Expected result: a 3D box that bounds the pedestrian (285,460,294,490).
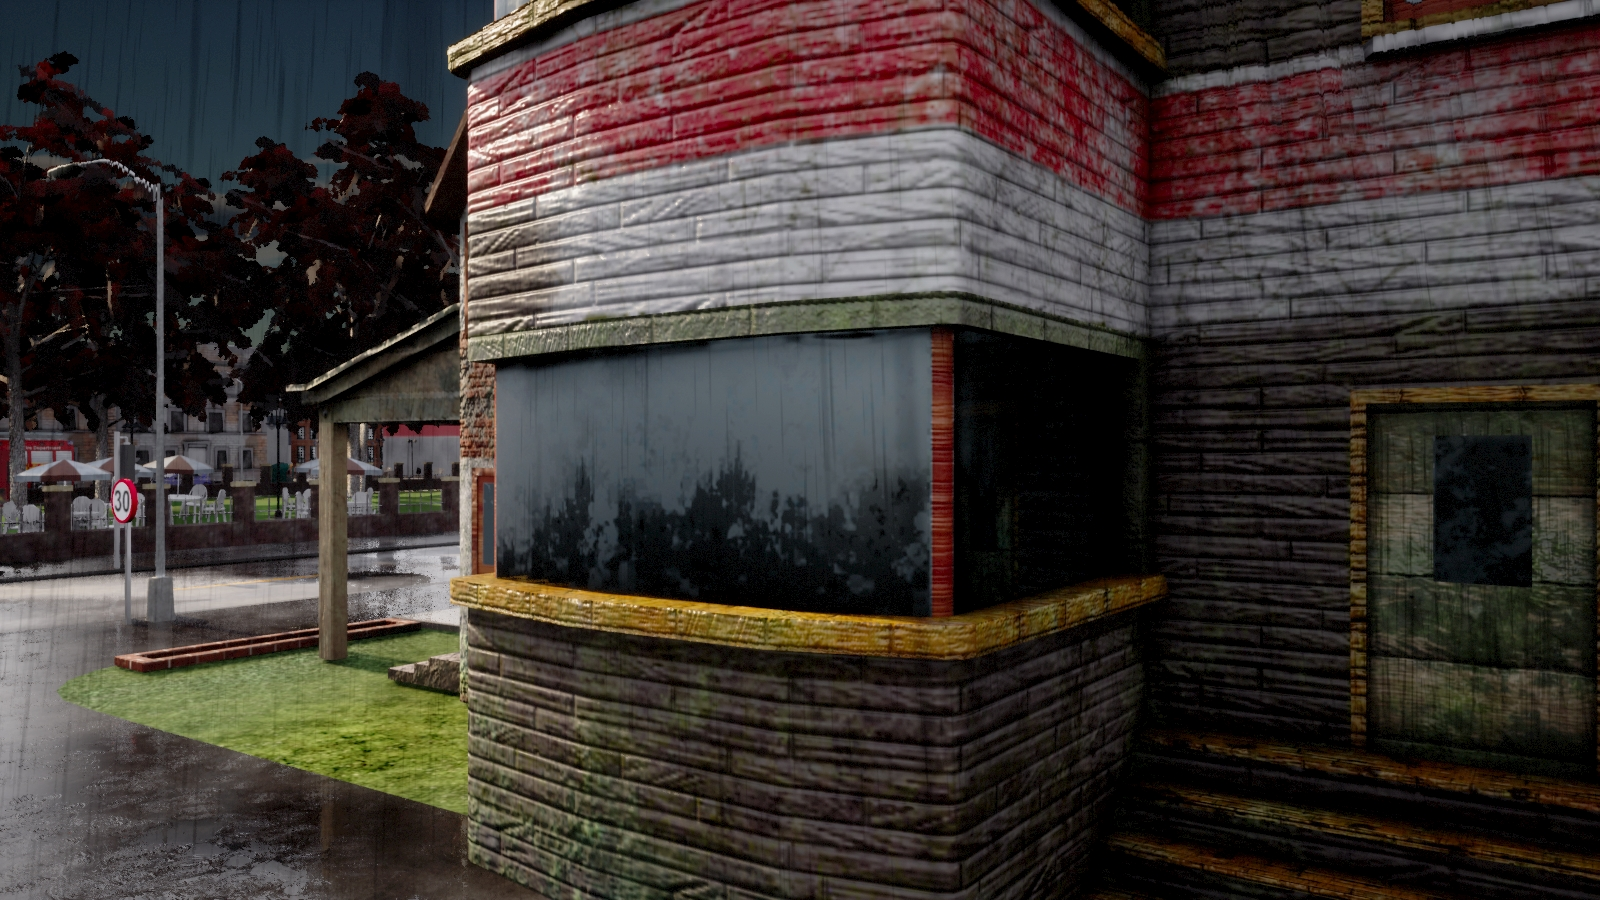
[{"bbox_3d":[-31.390,1.524,70.253,0.375,1.860,0.375,0,0,37],"label":"pedestrian"}]
